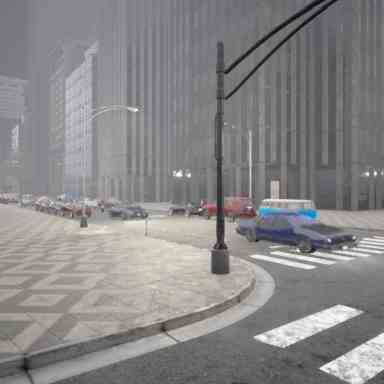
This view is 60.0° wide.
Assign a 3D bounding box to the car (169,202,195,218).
[{"bbox_3d":[-0.495,1.599,31.105,1.947,1.339,4.313,0,0,-36],"label":"car"}]

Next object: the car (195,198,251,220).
[{"bbox_3d":[2.838,1.352,26.555,2.192,1.841,5.009,0,0,-36],"label":"car"}]

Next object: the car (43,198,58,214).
[{"bbox_3d":[-14.053,1.606,35.187,1.802,1.307,4.206,0,0,-36],"label":"car"}]

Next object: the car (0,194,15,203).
[{"bbox_3d":[-37.379,1.286,67.035,2.192,1.841,5.009,0,0,-36],"label":"car"}]

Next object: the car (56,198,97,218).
[{"bbox_3d":[-10.720,1.572,30.637,1.887,1.381,4.507,0,0,-36],"label":"car"}]

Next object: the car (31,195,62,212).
[{"bbox_3d":[-17.385,1.461,39.736,1.967,1.590,4.097,0,0,-36],"label":"car"}]

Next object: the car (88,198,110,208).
[{"bbox_3d":[-13.826,1.602,49.305,1.802,1.307,4.206,0,0,-36],"label":"car"}]

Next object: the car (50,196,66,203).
[{"bbox_3d":[-27.257,1.512,67.644,1.752,1.417,4.829,0,0,-36],"label":"car"}]

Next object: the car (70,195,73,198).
[{"bbox_3d":[-20.381,1.576,53.417,1.994,1.385,4.181,0,0,-36],"label":"car"}]

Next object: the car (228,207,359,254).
[{"bbox_3d":[4.068,1.577,14.010,2.033,1.411,5.357,0,0,-30],"label":"car"}]

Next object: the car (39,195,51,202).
[{"bbox_3d":[-33.937,1.483,76.774,1.752,1.417,4.829,0,0,-35],"label":"car"}]

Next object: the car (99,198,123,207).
[{"bbox_3d":[-10.492,1.464,44.754,1.967,1.590,4.097,0,0,-36],"label":"car"}]

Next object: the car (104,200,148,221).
[{"bbox_3d":[-5.350,1.595,27.652,1.994,1.385,4.181,0,0,-36],"label":"car"}]

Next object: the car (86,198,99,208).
[{"bbox_3d":[-14.365,1.547,45.292,1.812,1.442,4.674,0,0,-36],"label":"car"}]

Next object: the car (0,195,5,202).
[{"bbox_3d":[-43.920,1.467,75.964,1.752,1.417,4.829,1,0,-35],"label":"car"}]

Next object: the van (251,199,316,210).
[{"bbox_3d":[6.172,1.379,22.004,1.690,1.788,3.998,0,0,-36],"label":"van"}]

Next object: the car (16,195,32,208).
[{"bbox_3d":[-24.050,1.563,48.835,2.008,1.369,4.403,0,0,-36],"label":"car"}]

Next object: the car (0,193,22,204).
[{"bbox_3d":[-34.046,1.299,62.485,2.192,1.841,5.009,0,0,-36],"label":"car"}]

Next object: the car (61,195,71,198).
[{"bbox_3d":[-18.744,1.526,46.092,1.837,1.490,4.892,0,0,-36],"label":"car"}]
